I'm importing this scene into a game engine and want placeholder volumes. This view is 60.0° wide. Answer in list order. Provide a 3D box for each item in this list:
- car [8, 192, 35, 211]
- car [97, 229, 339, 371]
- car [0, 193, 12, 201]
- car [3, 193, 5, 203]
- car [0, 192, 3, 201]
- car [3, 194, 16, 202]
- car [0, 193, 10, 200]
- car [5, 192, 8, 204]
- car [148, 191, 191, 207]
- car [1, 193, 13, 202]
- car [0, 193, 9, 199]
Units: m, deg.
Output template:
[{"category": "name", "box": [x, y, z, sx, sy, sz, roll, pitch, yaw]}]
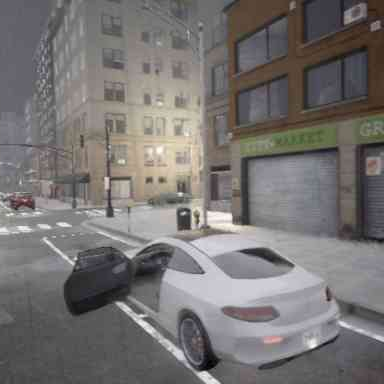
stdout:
[{"category": "car", "box": [-18.419, 0.970, 36.352, 2.192, 1.841, 5.009, -4, 2, -32]}, {"category": "car", "box": [0.066, 1.363, 5.528, 1.812, 1.442, 4.674, -3, 2, -32]}, {"category": "car", "box": [-38.960, 1.037, 69.624, 1.947, 1.339, 4.313, -4, 2, -32]}, {"category": "car", "box": [-27.307, 1.104, 50.759, 1.752, 1.417, 4.829, -4, 2, -32]}, {"category": "car", "box": [-30.163, 0.869, 55.360, 2.192, 1.841, 5.009, -4, 2, -32]}, {"category": "car", "box": [-33.087, 1.108, 60.120, 1.802, 1.307, 4.206, -4, 2, -32]}, {"category": "car", "box": [-41.896, 1.009, 74.375, 1.947, 1.339, 4.313, -4, 2, -32]}, {"category": "car", "box": [-21.355, 0.945, 41.104, 2.192, 1.841, 5.009, -4, 2, -32]}, {"category": "car", "box": [-2.230, 0.605, 32.563, 4.181, 1.385, 1.994, -4, 3, -32]}, {"category": "car", "box": [-36.115, 1.024, 65.015, 1.752, 1.417, 4.829, -4, 2, -32]}, {"category": "car", "box": [-44.833, 0.966, 79.127, 2.008, 1.369, 4.403, -4, 2, -32]}]
